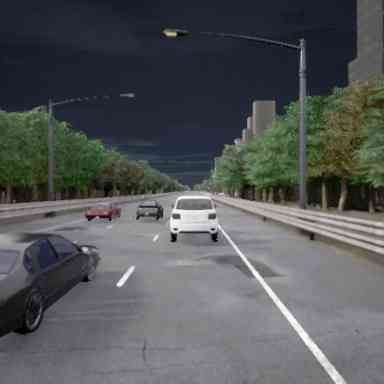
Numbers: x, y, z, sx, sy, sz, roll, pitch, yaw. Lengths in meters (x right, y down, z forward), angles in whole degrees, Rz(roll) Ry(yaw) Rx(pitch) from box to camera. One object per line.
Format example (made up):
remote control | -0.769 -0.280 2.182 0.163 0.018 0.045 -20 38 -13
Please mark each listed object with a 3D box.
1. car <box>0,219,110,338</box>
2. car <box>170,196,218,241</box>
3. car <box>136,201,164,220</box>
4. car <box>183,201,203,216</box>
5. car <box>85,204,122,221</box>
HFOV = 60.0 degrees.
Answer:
car | -3.400 1.541 6.652 2.033 1.411 5.357 0 0 0
car | 0.101 1.206 16.819 2.150 2.045 5.566 0 0 0
car | -3.400 1.466 27.532 2.128 1.511 4.902 0 0 0
car | 0.101 1.570 33.362 1.895 1.301 4.718 0 0 0
car | -6.899 1.577 26.462 1.895 1.301 4.718 0 0 0
